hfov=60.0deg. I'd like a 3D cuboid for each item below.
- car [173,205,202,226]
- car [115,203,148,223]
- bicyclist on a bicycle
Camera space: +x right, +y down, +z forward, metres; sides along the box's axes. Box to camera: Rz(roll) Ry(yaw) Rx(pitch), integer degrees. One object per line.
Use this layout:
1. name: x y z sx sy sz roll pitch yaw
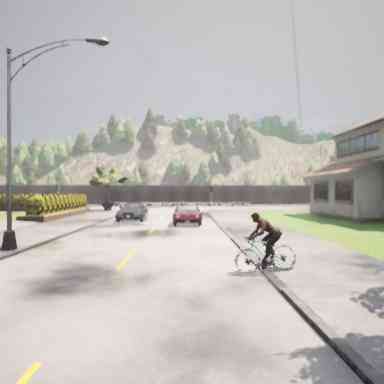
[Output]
1. car: -0.319 1.549 22.903 1.895 1.301 4.718 0 0 -1
2. car: -4.468 1.508 25.195 1.994 1.385 4.181 0 0 -1
3. bicyclist on a bicycle: 1.934 1.359 8.953 1.656 1.620 0.582 -6 0 -1
